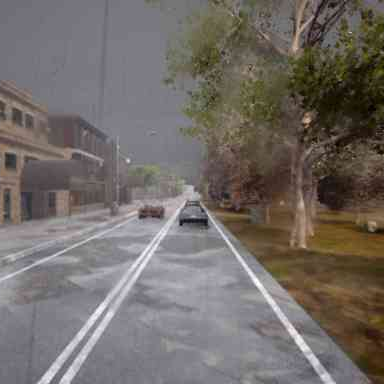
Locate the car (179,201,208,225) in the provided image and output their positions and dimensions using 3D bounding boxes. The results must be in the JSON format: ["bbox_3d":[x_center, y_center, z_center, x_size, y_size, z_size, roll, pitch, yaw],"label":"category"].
[{"bbox_3d":[0.096,1.564,23.816,1.994,1.385,4.181,0,0,0],"label":"car"}]

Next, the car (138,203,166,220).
[{"bbox_3d":[-3.311,1.599,27.981,1.895,1.301,4.718,0,0,0],"label":"car"}]

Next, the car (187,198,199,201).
[{"bbox_3d":[0.093,1.481,41.687,2.128,1.511,4.902,0,0,0],"label":"car"}]
